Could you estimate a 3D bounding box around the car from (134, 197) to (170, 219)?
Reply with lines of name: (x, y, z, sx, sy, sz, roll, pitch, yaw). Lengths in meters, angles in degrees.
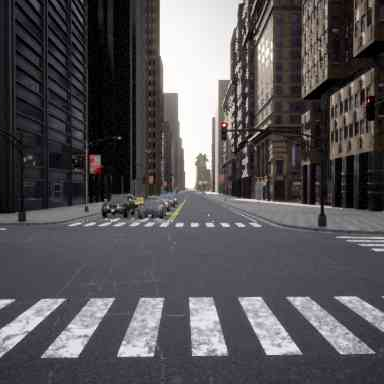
car: (-3.399, 1.323, 29.054, 2.097, 1.767, 4.553, 0, 0, 0)

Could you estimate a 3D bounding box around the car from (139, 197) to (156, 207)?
car: (-6.687, 1.497, 50.554, 1.994, 1.385, 4.181, 0, 0, 0)

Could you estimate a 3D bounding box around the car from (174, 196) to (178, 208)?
car: (-3.443, 1.501, 48.061, 1.994, 1.385, 4.181, 0, 0, -1)

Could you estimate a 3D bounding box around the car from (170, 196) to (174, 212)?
car: (-3.417, 1.481, 38.036, 1.812, 1.442, 4.674, 0, 0, 0)

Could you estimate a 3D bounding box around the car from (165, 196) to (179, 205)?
car: (-3.422, 1.465, 58.478, 2.033, 1.411, 5.357, 0, 0, 0)

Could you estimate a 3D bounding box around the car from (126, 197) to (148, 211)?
car: (-6.663, 1.428, 40.663, 1.882, 1.535, 5.008, 0, 0, 0)

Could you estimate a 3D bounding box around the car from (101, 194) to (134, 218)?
car: (-6.654, 1.190, 30.658, 2.150, 2.045, 5.566, 0, 0, 0)
